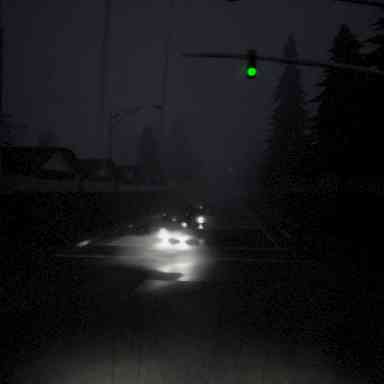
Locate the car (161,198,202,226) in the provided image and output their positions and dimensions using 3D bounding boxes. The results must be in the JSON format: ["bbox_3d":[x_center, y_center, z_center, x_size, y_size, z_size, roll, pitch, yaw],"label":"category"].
[{"bbox_3d":[-0.805,1.407,22.694,2.128,1.511,4.902,1,1,6],"label":"car"}]

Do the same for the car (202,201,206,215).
[{"bbox_3d":[0.317,1.373,32.510,1.812,1.442,4.674,1,0,6],"label":"car"}]
